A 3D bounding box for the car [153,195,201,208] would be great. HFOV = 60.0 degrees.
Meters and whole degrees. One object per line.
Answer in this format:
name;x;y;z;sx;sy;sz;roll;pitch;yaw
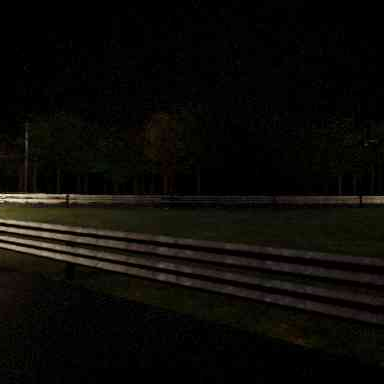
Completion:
car;-1.559;1.053;36.701;5.357;1.411;2.033;0;0;-1
